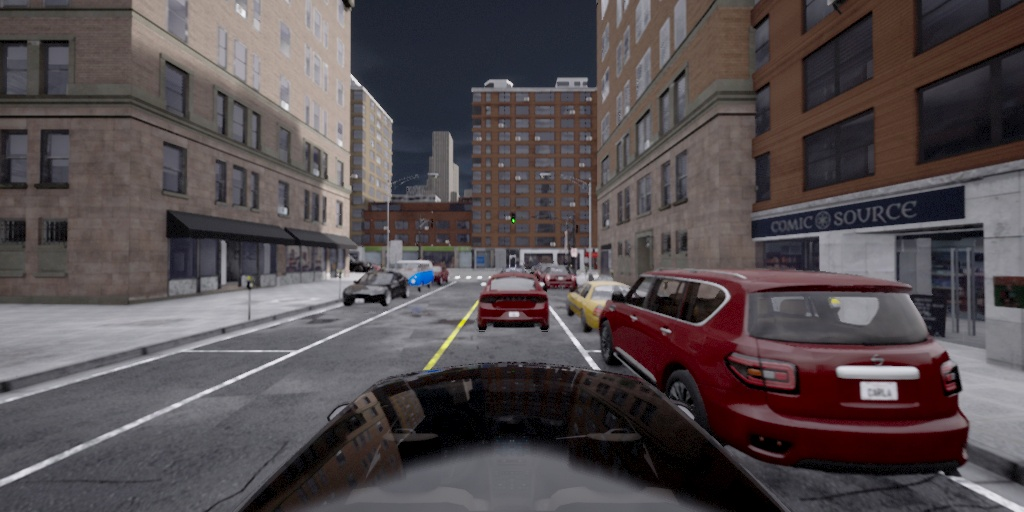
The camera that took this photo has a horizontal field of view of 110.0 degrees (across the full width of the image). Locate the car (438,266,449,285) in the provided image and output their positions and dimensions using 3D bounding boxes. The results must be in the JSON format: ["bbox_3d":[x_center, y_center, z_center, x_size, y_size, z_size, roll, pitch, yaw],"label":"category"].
[{"bbox_3d":[-5.868,1.374,26.930,1.888,1.381,4.507,0,0,0],"label":"car"}]

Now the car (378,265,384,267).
[{"bbox_3d":[-17.501,1.306,43.080,4.181,1.385,1.994,0,-1,0],"label":"car"}]

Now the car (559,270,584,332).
[{"bbox_3d":[2.665,1.300,10.655,1.751,1.417,4.829,0,0,0],"label":"car"}]

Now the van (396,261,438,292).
[{"bbox_3d":[-5.866,1.152,21.448,1.690,1.789,3.998,0,0,0],"label":"van"}]

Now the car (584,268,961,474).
[{"bbox_3d":[2.667,1.073,5.002,2.192,1.841,5.009,0,0,0],"label":"car"}]

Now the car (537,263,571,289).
[{"bbox_3d":[2.660,1.251,21.450,1.967,1.591,4.097,0,0,0],"label":"car"}]

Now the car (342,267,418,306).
[{"bbox_3d":[-5.863,1.358,15.966,1.948,1.339,4.313,0,0,0],"label":"car"}]

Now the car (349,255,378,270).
[{"bbox_3d":[-18.409,0.915,39.843,5.566,2.045,2.150,0,-1,0],"label":"car"}]

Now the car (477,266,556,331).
[{"bbox_3d":[0.027,1.255,11.121,1.882,1.535,5.008,0,0,0],"label":"car"}]
